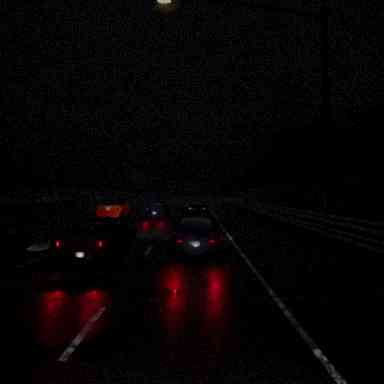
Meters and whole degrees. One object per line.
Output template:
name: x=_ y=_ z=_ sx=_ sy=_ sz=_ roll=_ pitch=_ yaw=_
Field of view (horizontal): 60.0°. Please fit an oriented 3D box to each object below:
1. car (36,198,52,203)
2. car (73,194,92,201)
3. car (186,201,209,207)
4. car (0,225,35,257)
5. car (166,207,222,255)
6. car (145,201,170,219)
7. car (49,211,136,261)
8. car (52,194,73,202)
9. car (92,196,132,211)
car: x=-23.286 y=1.639 z=53.560 sx=1.812 sy=1.442 sz=4.674 roll=0 pitch=0 yaw=3
car: x=-16.356 y=1.464 z=52.119 sx=2.097 sy=1.767 sz=4.553 roll=0 pitch=0 yaw=3
car: x=0.462 y=1.520 z=28.548 sx=2.128 sy=1.511 sz=4.902 roll=0 pitch=0 yaw=2
car: x=-6.895 y=1.552 z=10.053 sx=2.033 sy=1.411 sz=5.357 roll=0 pitch=0 yaw=1
car: x=0.167 y=1.536 z=13.171 sx=1.812 sy=1.442 sz=4.674 roll=0 pitch=0 yaw=1
car: x=-3.009 y=1.554 z=29.576 sx=1.812 sy=1.442 sz=4.674 roll=0 pitch=0 yaw=2
car: x=-3.351 y=1.609 z=12.293 sx=1.895 sy=1.301 sz=4.718 roll=0 pitch=0 yaw=1
car: x=-19.786 y=1.336 z=53.490 sx=2.150 sy=2.045 sz=5.566 roll=0 pitch=0 yaw=3
car: x=-6.547 y=1.374 z=28.354 sx=2.097 sy=1.767 sz=4.553 roll=0 pitch=0 yaw=2
